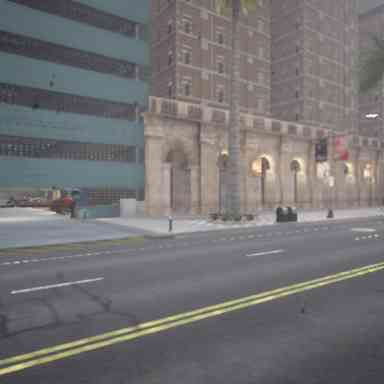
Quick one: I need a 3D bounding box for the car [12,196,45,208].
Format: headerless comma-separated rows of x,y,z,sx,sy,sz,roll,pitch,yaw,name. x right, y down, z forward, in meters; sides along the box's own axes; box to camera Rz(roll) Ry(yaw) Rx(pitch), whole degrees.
-21.739,1.484,45.879,4.718,1.301,1.895,0,0,-36,car

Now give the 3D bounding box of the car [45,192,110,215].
-10.332,1.041,31.293,5.566,2.045,2.435,0,0,-36,car

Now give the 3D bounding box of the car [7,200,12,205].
-28.129,1.440,55.570,4.786,1.482,2.161,0,0,-36,car
